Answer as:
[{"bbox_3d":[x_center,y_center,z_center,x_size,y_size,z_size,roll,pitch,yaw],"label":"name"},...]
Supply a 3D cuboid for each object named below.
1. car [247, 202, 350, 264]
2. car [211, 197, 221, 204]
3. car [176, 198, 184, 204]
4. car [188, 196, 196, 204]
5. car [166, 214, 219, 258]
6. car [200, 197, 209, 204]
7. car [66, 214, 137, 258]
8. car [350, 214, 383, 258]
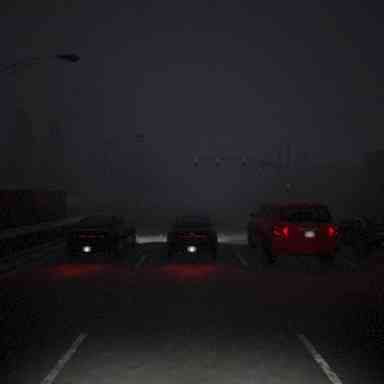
[{"bbox_3d":[3.509,1.361,12.552,2.150,2.045,5.566,0,0,0],"label":"car"},{"bbox_3d":[6.977,2.473,91.263,1.837,1.490,4.892,0,-1,0],"label":"car"},{"bbox_3d":[-3.523,2.503,91.676,1.812,1.442,4.674,0,-1,0],"label":"car"},{"bbox_3d":[-0.023,2.498,91.261,2.128,1.511,4.902,0,-1,0],"label":"car"},{"bbox_3d":[0.021,1.654,13.488,1.837,1.490,4.892,0,0,1],"label":"car"},{"bbox_3d":[3.477,2.333,91.650,2.097,1.767,4.553,0,-1,0],"label":"car"},{"bbox_3d":[-3.479,1.654,13.495,1.837,1.490,4.892,0,0,1],"label":"car"},{"bbox_3d":[7.021,1.639,13.490,2.128,1.511,4.902,0,0,1],"label":"car"}]
